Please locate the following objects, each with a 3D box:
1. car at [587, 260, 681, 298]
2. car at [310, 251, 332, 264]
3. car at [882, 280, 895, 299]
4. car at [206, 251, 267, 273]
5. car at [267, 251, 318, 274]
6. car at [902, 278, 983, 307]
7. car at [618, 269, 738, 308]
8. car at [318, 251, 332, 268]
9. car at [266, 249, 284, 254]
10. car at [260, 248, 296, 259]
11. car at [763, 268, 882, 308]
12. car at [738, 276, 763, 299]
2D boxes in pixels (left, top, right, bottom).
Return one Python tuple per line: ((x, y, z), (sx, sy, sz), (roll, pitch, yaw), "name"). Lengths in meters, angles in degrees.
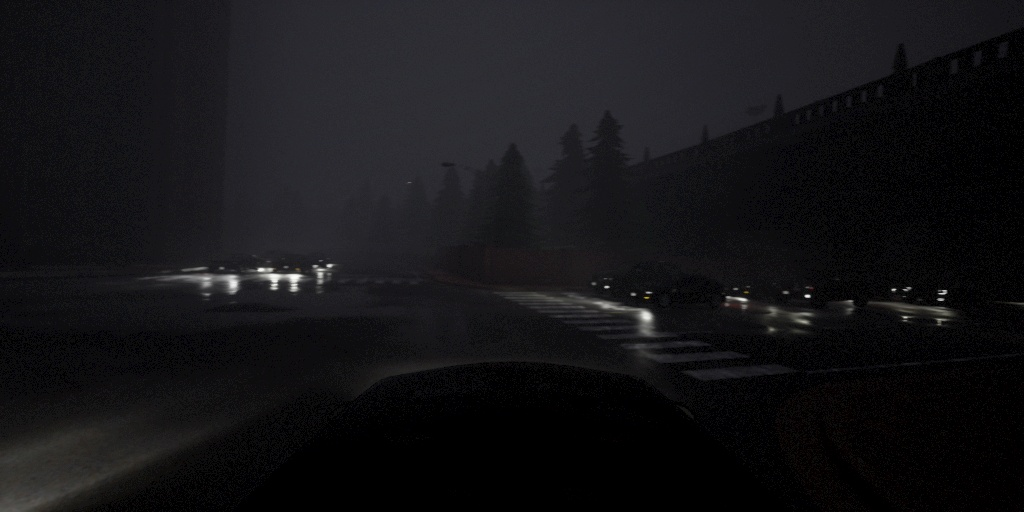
((7.098, 1.266, 20.349), (5.566, 2.045, 2.150), (2, 0, -18), "car")
((-23.483, 0.180, 44.065), (1.812, 1.442, 4.674), (2, 0, -35), "car")
((25.510, 2.312, 26.161), (4.892, 1.490, 1.837), (2, 0, -17), "car")
((-19.485, 0.460, 25.393), (1.895, 1.301, 4.718), (2, 0, -18), "car")
((-16.276, 0.556, 26.806), (1.994, 1.385, 4.181), (2, 0, -17), "car")
((27.837, 2.264, 23.216), (4.553, 1.767, 2.097), (2, 0, -17), "car")
((7.792, 1.585, 16.901), (4.892, 1.490, 1.837), (2, 0, -18), "car")
((-19.141, 0.380, 35.067), (1.812, 1.442, 4.674), (2, 0, -21), "car")
((-22.490, 0.207, 34.212), (2.128, 1.511, 4.902), (2, 0, -20), "car")
((-35.283, -0.358, 54.116), (4.902, 1.511, 2.128), (2, 0, 24), "car")
((17.187, 1.691, 19.869), (5.566, 2.045, 2.150), (2, 0, -18), "car")
((16.028, 1.978, 23.164), (4.181, 1.385, 1.994), (2, 0, -16), "car")
